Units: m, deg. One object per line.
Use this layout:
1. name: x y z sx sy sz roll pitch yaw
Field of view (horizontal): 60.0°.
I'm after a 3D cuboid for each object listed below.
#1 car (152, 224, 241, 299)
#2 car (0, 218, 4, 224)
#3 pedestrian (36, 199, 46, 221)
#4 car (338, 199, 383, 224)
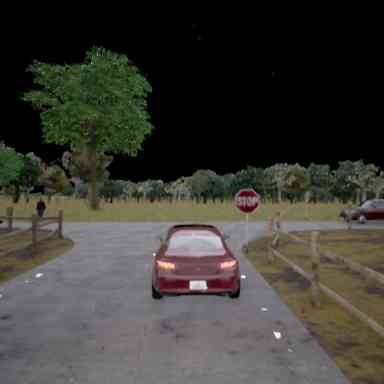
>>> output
1. car: 0.034 1.524 8.331 1.812 1.442 4.674 0 0 -2
2. car: -14.076 1.545 20.665 4.181 1.385 1.994 0 -1 3
3. pedestrian: -12.166 1.389 26.748 0.375 1.860 0.375 0 -1 0
4. car: 12.912 1.317 23.669 4.553 1.767 2.097 0 -1 -1
